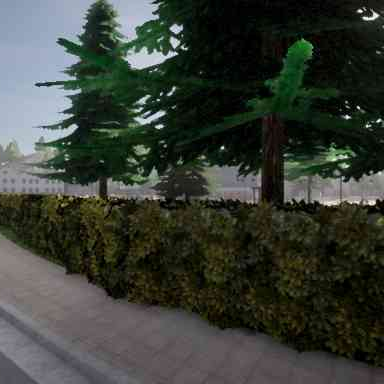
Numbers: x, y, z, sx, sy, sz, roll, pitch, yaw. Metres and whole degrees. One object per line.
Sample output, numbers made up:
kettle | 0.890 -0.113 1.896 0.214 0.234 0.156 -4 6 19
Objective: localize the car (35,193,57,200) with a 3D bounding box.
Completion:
car | -36.346 1.097 82.672 4.605 1.855 1.932 0 0 -36

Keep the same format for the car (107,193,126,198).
car | -20.394 1.153 90.259 5.027 1.636 2.152 0 0 -36

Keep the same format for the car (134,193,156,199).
car | -7.945 1.384 60.661 3.806 1.475 1.970 0 0 -36

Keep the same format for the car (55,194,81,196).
car | -23.868 1.320 63.995 3.633 1.501 1.845 0 0 -36

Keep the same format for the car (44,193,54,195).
car | -29.661 1.298 72.138 4.514 1.523 2.007 0 0 -36

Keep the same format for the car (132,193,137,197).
car | -10.904 1.097 77.745 4.605 1.855 1.932 0 0 -36
